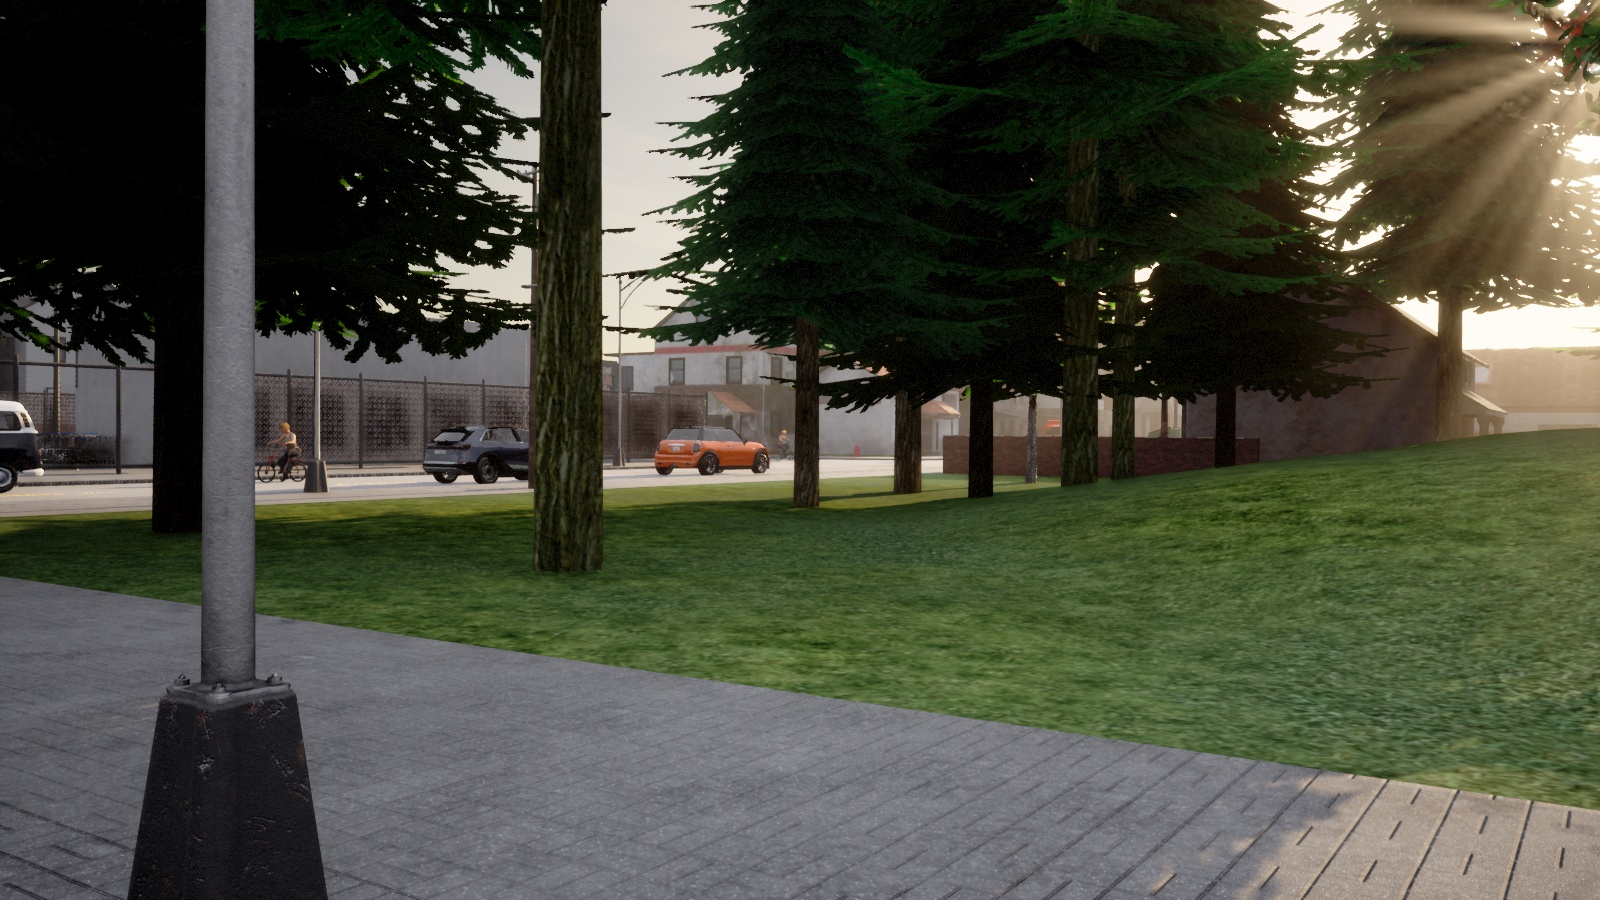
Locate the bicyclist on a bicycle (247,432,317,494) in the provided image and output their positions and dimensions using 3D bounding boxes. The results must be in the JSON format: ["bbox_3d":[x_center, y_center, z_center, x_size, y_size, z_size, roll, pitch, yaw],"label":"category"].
[{"bbox_3d":[-13.997,0.331,33.980,0.866,1.612,1.509,0,1,33],"label":"bicyclist on a bicycle"}]

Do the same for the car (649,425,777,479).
[{"bbox_3d":[-2.931,0.024,43.387,2.097,1.767,4.553,0,1,33],"label":"car"}]

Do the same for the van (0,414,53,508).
[{"bbox_3d":[-18.793,0.260,26.744,2.069,2.038,4.480,0,1,33],"label":"van"}]

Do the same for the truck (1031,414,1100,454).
[{"bbox_3d":[17.161,-1.016,80.939,2.627,2.467,5.204,0,1,33],"label":"truck"}]

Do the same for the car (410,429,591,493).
[{"bbox_3d":[-8.315,0.255,35.293,2.033,1.649,4.856,0,1,34],"label":"car"}]
